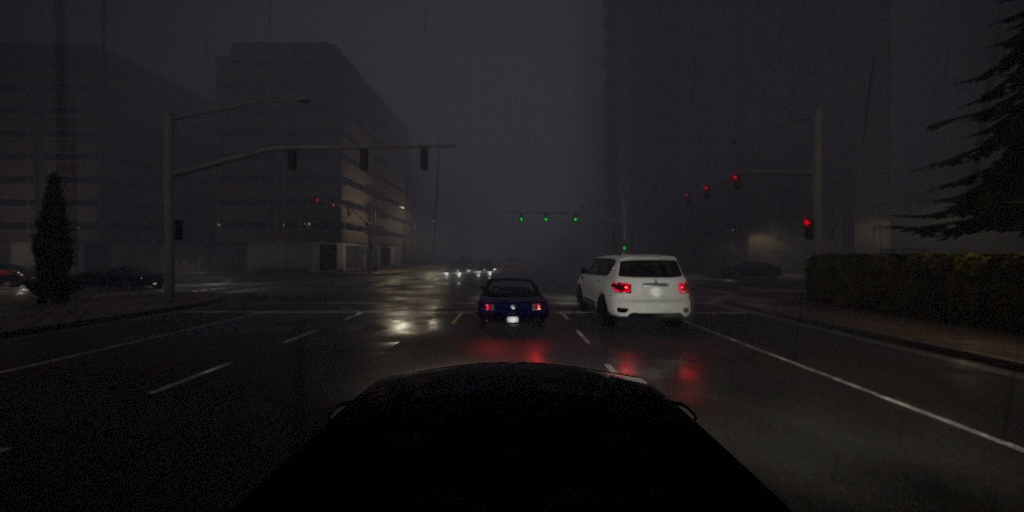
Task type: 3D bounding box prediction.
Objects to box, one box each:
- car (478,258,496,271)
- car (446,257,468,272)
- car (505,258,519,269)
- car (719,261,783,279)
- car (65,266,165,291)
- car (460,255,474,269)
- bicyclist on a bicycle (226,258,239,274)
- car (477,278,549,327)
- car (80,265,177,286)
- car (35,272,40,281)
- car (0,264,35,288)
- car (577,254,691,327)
[{"bbox_3d":[-3.596,1.212,49.372,1.837,1.490,4.892,0,0,0],"label":"car"},{"bbox_3d":[-7.082,1.236,45.465,1.812,1.442,4.674,0,0,0],"label":"car"},{"bbox_3d":[0.064,1.053,55.997,2.097,1.767,4.553,0,0,0],"label":"car"},{"bbox_3d":[20.875,1.200,31.491,5.008,1.535,1.882,0,0,1],"label":"car"},{"bbox_3d":[-23.318,1.334,21.233,4.718,1.301,1.895,0,0,1],"label":"car"},{"bbox_3d":[-7.078,0.923,55.162,2.150,2.045,5.566,0,0,0],"label":"car"},{"bbox_3d":[-28.637,1.020,36.769,0.582,1.620,1.656,0,0,1],"label":"bicyclist on a bicycle"},{"bbox_3d":[-0.083,1.342,11.436,1.895,1.301,4.718,0,0,-3],"label":"car"},{"bbox_3d":[-26.364,1.331,24.763,4.718,1.301,1.895,0,0,1],"label":"car"},{"bbox_3d":[-35.459,1.256,24.851,4.674,1.442,1.812,0,0,1],"label":"car"},{"bbox_3d":[-32.204,1.085,21.323,4.553,1.767,2.097,0,0,0],"label":"car"},{"bbox_3d":[3.580,0.962,11.598,2.150,2.045,5.566,0,0,0],"label":"car"}]
